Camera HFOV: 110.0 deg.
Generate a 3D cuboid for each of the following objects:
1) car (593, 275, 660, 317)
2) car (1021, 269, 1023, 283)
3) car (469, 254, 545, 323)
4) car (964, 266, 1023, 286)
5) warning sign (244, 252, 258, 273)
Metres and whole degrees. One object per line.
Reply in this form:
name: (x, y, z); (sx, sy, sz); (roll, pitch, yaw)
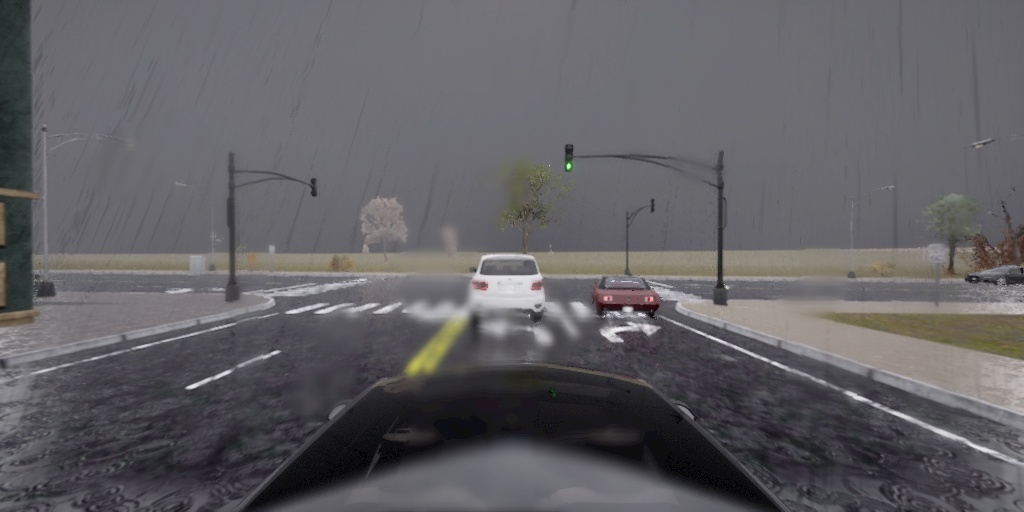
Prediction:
car: (3.996, 1.349, 13.129); (1.895, 1.301, 4.718); (0, 0, 12)
car: (39.800, 1.313, 24.790); (5.566, 2.045, 2.150); (0, 1, 2)
car: (-0.265, 0.963, 12.255); (2.150, 2.045, 5.566); (0, 0, -5)
car: (38.676, 1.555, 28.073); (4.892, 1.490, 1.837); (1, 1, 2)
warning sign: (-23.473, 0.576, 32.403); (1.060, 1.860, 1.300); (0, 0, 1)
